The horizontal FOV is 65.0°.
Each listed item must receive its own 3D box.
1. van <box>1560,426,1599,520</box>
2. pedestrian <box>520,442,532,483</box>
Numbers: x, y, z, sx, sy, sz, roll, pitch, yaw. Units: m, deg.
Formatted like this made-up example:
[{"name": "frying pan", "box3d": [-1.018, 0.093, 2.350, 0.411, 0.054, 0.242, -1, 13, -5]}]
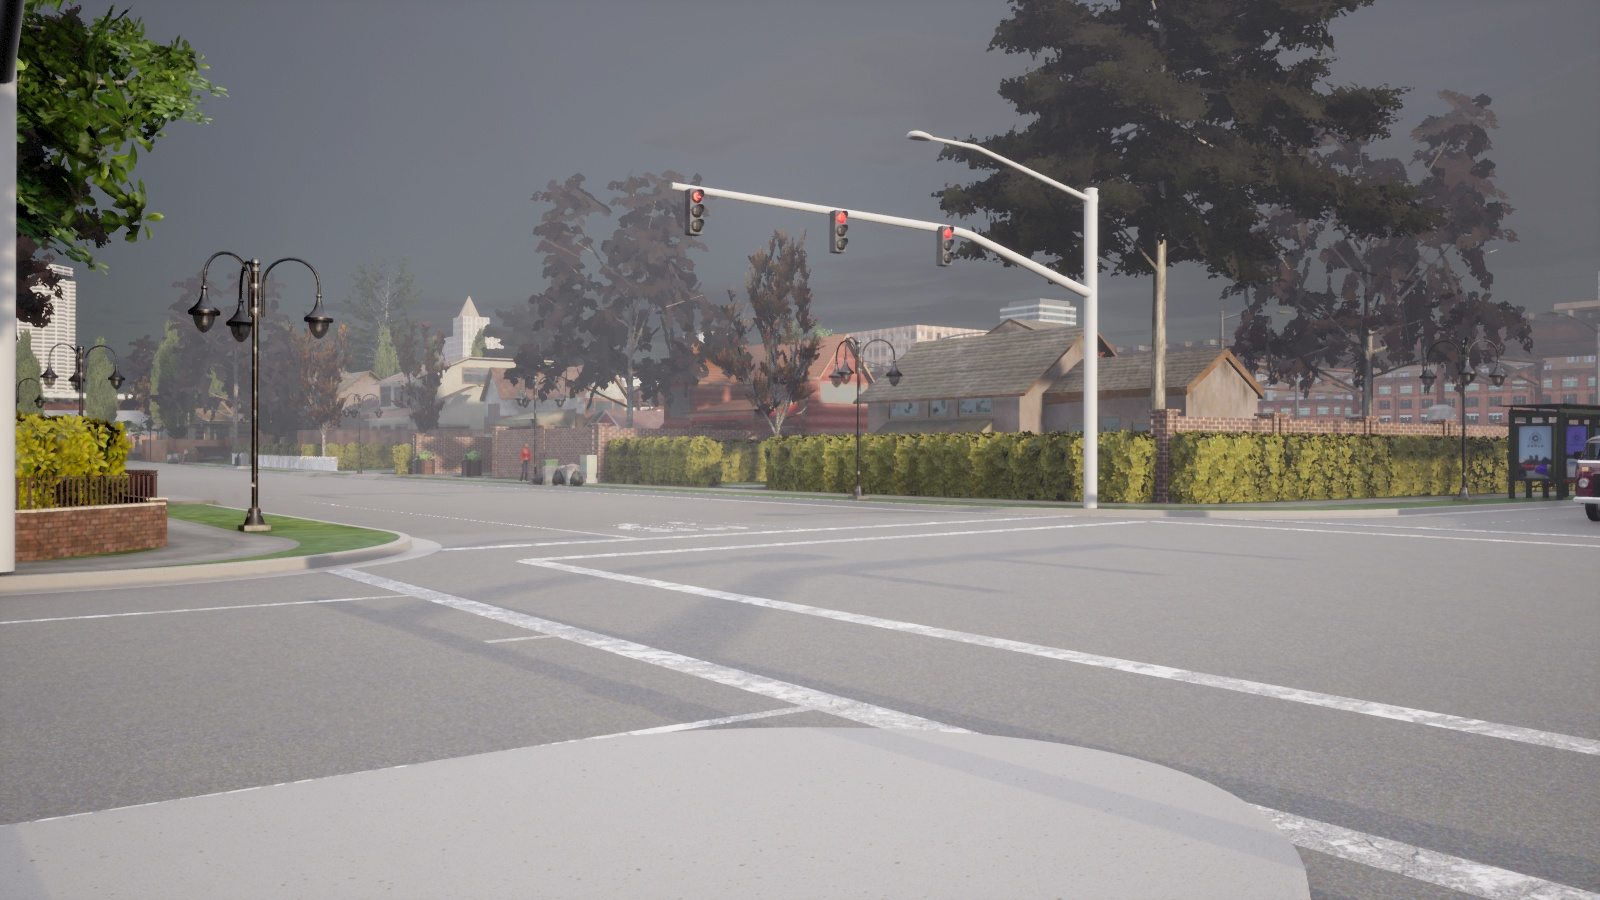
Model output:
[{"name": "van", "box3d": [19.198, 0.497, 28.227, 4.480, 2.038, 2.069, 0, 0, -37]}, {"name": "pedestrian", "box3d": [-12.627, 0.578, 57.866, 0.331, 1.846, 0.636, 0, 0, -36]}]
